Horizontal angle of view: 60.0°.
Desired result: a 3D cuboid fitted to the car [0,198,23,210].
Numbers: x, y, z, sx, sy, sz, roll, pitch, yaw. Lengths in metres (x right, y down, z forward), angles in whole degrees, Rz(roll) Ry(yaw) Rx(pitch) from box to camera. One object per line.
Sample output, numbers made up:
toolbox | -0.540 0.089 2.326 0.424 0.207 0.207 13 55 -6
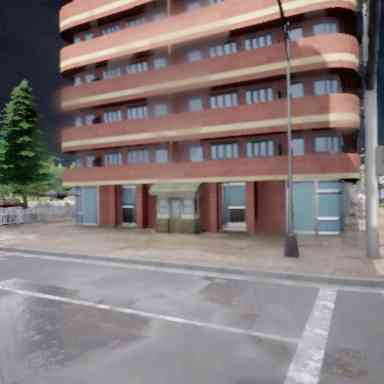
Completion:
car | -26.115 1.711 46.244 2.097 1.767 4.553 -1 0 28
